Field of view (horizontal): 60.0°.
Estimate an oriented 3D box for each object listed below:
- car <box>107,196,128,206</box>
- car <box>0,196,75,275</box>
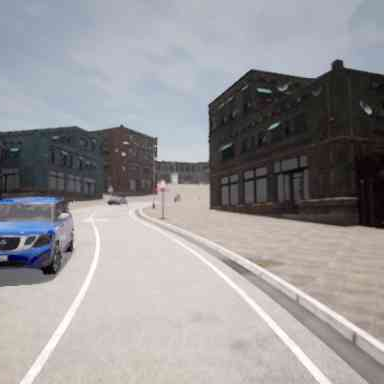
[{"bbox_3d":[-11.886,1.420,53.358,2.033,1.411,5.357,-1,0,8],"label":"car"},{"bbox_3d":[-5.074,1.189,10.486,2.150,2.045,5.566,1,0,-13],"label":"car"}]
